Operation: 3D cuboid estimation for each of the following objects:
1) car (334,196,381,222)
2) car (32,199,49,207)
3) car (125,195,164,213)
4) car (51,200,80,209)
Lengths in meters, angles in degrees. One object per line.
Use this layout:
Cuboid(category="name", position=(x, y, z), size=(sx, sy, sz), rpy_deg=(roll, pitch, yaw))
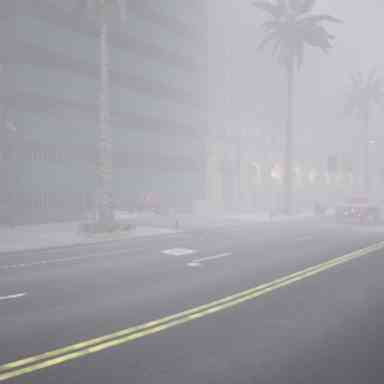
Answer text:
Cuboid(category="car", position=(13.771, 1.320, 27.509), size=(2.150, 2.045, 5.566), rpy_deg=(-1, -1, 45))
Cuboid(category="car", position=(-26.661, 2.013, 59.754), size=(2.161, 1.482, 4.786), rpy_deg=(-1, -1, 45))
Cuboid(category="car", position=(-5.051, 1.340, 38.806), size=(2.435, 2.045, 5.566), rpy_deg=(-1, -1, 45))
Cuboid(category="car", position=(-18.738, 1.952, 51.271), size=(1.895, 1.301, 4.718), rpy_deg=(-1, -1, 45))
